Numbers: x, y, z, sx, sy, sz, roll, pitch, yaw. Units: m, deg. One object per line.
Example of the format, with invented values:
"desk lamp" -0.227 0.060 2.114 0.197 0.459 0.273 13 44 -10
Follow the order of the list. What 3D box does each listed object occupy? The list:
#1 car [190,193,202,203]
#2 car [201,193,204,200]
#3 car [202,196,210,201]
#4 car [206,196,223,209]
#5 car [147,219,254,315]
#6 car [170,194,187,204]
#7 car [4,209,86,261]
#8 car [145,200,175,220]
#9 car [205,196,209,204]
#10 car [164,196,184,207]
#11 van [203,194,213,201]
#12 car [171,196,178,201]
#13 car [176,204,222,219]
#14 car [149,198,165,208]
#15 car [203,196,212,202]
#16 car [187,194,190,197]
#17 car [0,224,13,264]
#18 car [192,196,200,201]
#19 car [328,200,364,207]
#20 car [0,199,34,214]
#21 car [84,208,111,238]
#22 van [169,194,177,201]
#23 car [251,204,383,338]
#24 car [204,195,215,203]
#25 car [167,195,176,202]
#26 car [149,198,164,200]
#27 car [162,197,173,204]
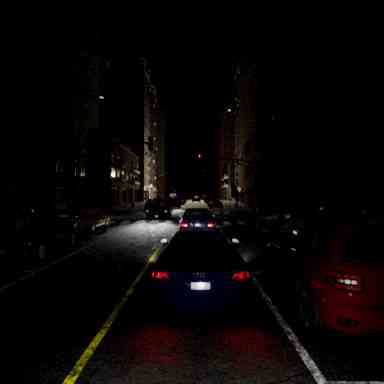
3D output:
"car" 0.953 1.616 74.194 2.033 1.411 5.357 0 0 1
"car" 3.533 1.382 67.510 2.192 1.841 5.009 1 0 1
"car" 3.820 1.662 90.201 1.947 1.339 4.313 1 0 1
"car" 3.240 1.624 44.818 1.802 1.307 4.206 1 0 1
"car" 0.176 1.571 7.678 1.994 1.385 4.181 0 0 1
"car" -2.367 1.407 56.694 2.097 1.767 4.553 0 0 1
"car" -5.702 1.556 12.294 1.887 1.381 4.507 1 0 1
"car" -2.734 1.588 28.066 1.895 1.301 4.718 1 0 1
"car" 3.313 1.630 50.491 1.802 1.307 4.206 1 0 1
"car" -2.513 1.644 46.241 1.895 1.301 4.718 0 0 1
"van" 3.460 1.401 61.837 1.690 1.788 3.998 1 0 1
"car" -4.704 1.678 90.315 1.802 1.307 4.206 1 0 1
"car" 0.270 1.564 17.741 2.033 1.411 5.357 0 0 0
"car" -5.212 1.592 50.609 1.887 1.381 4.507 1 0 1
"car" 3.675 1.663 78.855 1.802 1.307 4.206 1 0 1
"car" -2.120 1.617 69.480 2.033 1.411 5.357 0 0 1
"car" -5.776 1.531 6.500 1.752 1.417 4.829 1 0 1
"car" 1.078 1.685 84.893 1.895 1.301 4.718 0 0 1
"car" 13.991 1.525 31.884 4.553 1.767 2.097 0 -1 1
"car" -16.422 1.362 29.240 4.902 1.511 2.128 1 -1 1
"car" -5.632 1.541 17.748 1.752 1.417 4.829 1 0 1
"van" -4.775 1.430 84.643 1.690 1.788 3.998 1 0 1
"car" 2.754 1.321 6.553 2.192 1.841 5.009 1 0 1
"car" 3.385 1.636 56.164 1.802 1.307 4.206 1 0 1
"car" -4.848 1.521 78.970 1.967 1.590 4.097 1 0 1
"car" -5.284 1.587 44.936 1.887 1.381 4.507 1 0 1
"car" -4.994 1.649 67.626 1.802 1.307 4.206 1 0 1
